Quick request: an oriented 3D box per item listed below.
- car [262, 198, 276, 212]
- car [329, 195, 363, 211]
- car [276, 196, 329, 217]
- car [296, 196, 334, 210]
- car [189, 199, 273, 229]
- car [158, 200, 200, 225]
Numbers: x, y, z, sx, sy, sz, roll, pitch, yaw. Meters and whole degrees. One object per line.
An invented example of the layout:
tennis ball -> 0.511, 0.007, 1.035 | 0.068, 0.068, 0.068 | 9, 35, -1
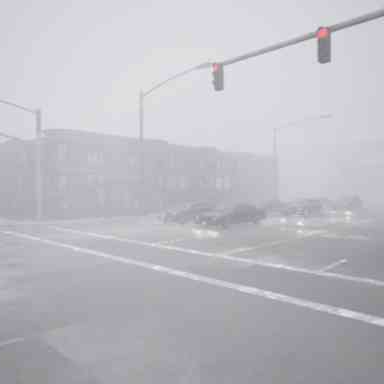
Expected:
car -> 6.661, 1.288, 30.064 | 2.033, 1.411, 5.357 | 0, 1, 44
car -> 16.444, 1.124, 35.089 | 1.837, 1.490, 4.892 | 0, 1, 44
car -> 9.299, 1.236, 27.749 | 1.837, 1.490, 4.892 | 0, 1, 44
car -> 14.052, 1.173, 37.656 | 2.033, 1.411, 5.357 | 0, 1, 44
car -> 2.587, 1.384, 20.843 | 5.357, 1.411, 2.033 | -1, 1, -44
car -> -0.188, 1.340, 23.005 | 2.128, 1.511, 4.902 | 0, 1, 44
